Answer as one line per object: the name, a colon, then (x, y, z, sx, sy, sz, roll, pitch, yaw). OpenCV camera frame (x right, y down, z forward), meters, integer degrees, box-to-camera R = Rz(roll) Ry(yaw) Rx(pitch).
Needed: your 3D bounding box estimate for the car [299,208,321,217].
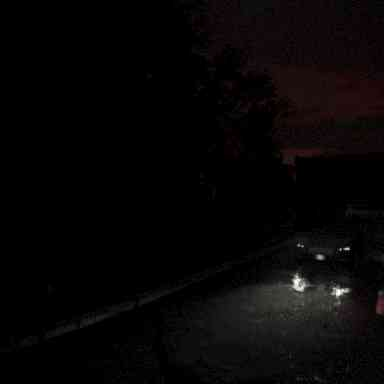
car: (16.668, 2.943, 45.622, 2.185, 1.767, 4.553, -4, -3, 30)

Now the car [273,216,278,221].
car: (11.814, 3.193, 48.419, 2.435, 2.045, 5.566, -4, -3, 30)

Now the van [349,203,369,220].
van: (21.552, 2.470, 42.907, 1.878, 1.987, 4.442, -4, -3, 30)

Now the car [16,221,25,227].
car: (-25.605, 5.612, 54.865, 2.097, 1.535, 5.008, -4, -3, 30)

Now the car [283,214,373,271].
car: (5.109, 1.771, 12.069, 2.128, 1.511, 4.902, -1, -2, 31)

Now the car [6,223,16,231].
car: (-28.007, 5.779, 56.251, 2.231, 1.521, 4.892, -4, -3, 30)

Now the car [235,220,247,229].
car: (5.589, 3.255, 36.868, 2.231, 1.521, 4.892, -4, -3, 30)

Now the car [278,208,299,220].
car: (14.245, 3.131, 47.019, 2.185, 1.767, 4.553, -4, -3, 30)

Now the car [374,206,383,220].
car: (23.931, 2.506, 41.403, 2.097, 1.535, 5.008, -4, -3, 30)

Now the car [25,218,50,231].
car: (-23.299, 5.438, 53.317, 1.946, 1.575, 5.366, -4, -3, 30)

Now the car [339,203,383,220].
car: (18.953, 2.218, 34.928, 5.566, 2.045, 2.150, -4, -3, 30)

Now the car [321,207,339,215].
car: (19.060, 2.755, 44.171, 2.185, 1.767, 4.553, -4, -3, 30)
